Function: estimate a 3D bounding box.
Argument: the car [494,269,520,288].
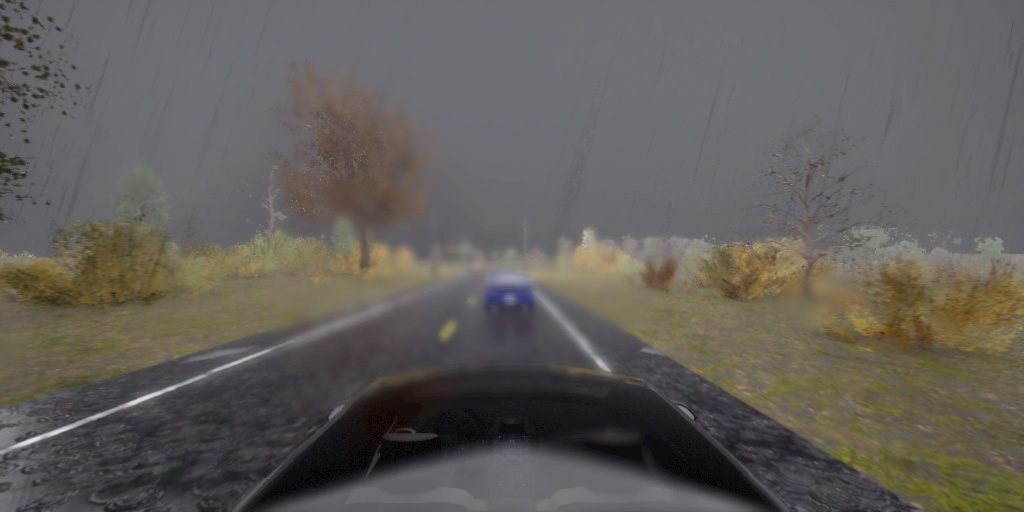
[{"bbox_3d":[-0.418,1.709,28.564,1.895,1.301,4.718,0,-1,-1],"label":"car"}]

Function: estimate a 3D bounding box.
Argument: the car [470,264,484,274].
[{"bbox_3d":[-5.154,1.916,53.362,1.882,1.535,5.008,0,-1,-3],"label":"car"}]

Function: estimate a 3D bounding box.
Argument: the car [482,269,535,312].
[{"bbox_3d":[-0.084,1.410,15.362,1.882,1.535,5.008,0,0,0],"label":"car"}]
